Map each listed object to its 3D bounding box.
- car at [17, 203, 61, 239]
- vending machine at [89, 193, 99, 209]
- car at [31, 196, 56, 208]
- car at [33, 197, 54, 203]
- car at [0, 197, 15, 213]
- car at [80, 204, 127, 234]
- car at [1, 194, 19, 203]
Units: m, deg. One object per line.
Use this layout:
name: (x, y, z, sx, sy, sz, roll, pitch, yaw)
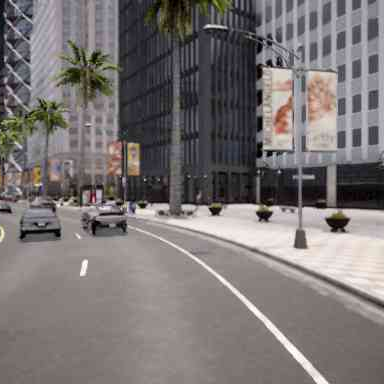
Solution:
car: (-8.060, 1.524, 17.464, 2.033, 1.411, 5.357, 0, 0, -27)
vending machine: (-12.653, 1.120, 42.909, 1.100, 2.100, 0.880, 0, 0, -37)
car: (-21.087, 1.418, 47.076, 2.231, 1.521, 4.892, 0, 0, -37)
car: (-15.385, 1.458, 34.301, 1.837, 1.490, 4.892, 0, 0, -36)
car: (-20.661, 1.528, 35.572, 1.994, 1.385, 4.181, 0, 0, -36)
car: (-5.095, 1.457, 18.905, 2.128, 1.511, 4.902, 0, 0, -27)
car: (-38.560, 1.278, 70.688, 2.185, 1.767, 4.553, 0, 0, -37)
